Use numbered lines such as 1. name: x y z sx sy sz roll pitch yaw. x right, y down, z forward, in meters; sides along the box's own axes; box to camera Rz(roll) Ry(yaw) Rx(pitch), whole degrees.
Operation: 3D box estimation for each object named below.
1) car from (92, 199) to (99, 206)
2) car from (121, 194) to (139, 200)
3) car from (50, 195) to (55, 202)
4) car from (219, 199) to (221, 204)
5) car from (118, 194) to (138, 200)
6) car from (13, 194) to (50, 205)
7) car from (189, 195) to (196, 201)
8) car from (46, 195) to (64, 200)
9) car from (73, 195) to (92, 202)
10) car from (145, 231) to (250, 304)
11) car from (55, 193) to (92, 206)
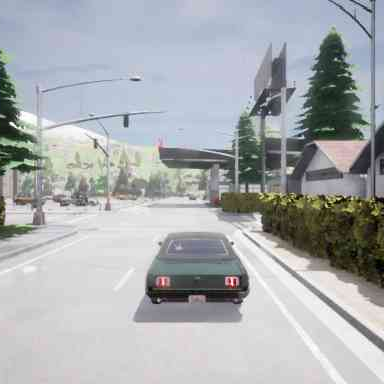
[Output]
1. car: -16.143 1.361 50.594 3.806 1.475 1.970 0 0 0
2. car: -16.438 1.339 87.987 4.514 1.523 2.007 0 0 0
3. car: -23.974 1.298 62.973 4.514 1.523 2.007 0 0 0
4. car: 6.435 1.547 62.003 2.033 1.411 5.357 0 0 -15
5. car: -16.370 1.330 84.851 5.027 1.636 2.152 0 0 0
6. car: -24.622 1.097 50.513 4.605 1.855 1.932 0 0 0
7. car: 0.085 1.540 88.279 2.033 1.411 5.357 0 0 0
8. car: -35.036 1.384 84.902 3.806 1.475 1.970 0 0 0
9. car: -23.983 1.320 72.966 3.633 1.501 1.845 0 0 0
10. car: 0.101 1.601 8.075 1.895 1.301 4.718 0 0 0
11. car: -16.737 1.077 47.266 3.866 1.878 1.905 0 0 0
